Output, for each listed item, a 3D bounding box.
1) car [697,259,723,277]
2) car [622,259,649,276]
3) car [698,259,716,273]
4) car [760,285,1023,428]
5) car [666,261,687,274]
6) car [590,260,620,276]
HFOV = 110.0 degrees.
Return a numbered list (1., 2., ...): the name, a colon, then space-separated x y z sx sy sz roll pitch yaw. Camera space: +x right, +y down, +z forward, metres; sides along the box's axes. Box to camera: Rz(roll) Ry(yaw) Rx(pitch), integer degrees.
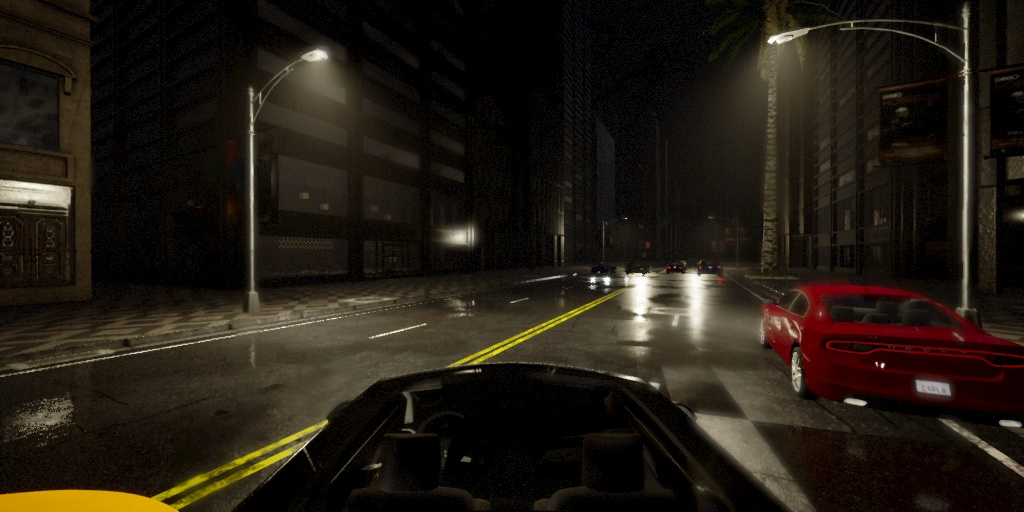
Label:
1. car: 19.296 1.090 35.002 2.097 1.767 4.553 0 0 27
2. car: 13.313 1.222 38.004 1.882 1.535 5.008 0 0 27
3. car: 23.724 1.216 43.725 1.882 1.535 5.008 0 0 28
4. car: 5.515 1.221 5.928 1.882 1.535 5.008 0 0 27
5. car: 18.657 1.289 40.824 2.033 1.411 5.357 0 0 27
6. car: 9.812 1.349 38.280 1.895 1.301 4.718 0 0 27
